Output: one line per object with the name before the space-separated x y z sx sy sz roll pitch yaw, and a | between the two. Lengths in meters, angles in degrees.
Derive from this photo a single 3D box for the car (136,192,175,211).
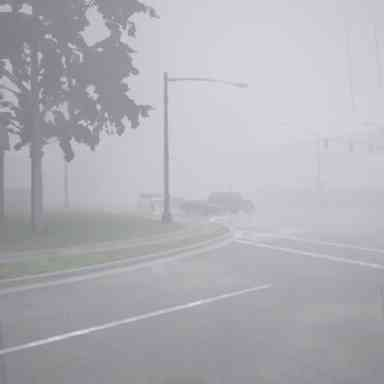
car | -4.705 1.072 39.658 2.150 2.045 5.566 -1 0 -34

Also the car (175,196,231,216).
car | 0.883 1.399 31.280 2.033 1.411 5.357 -1 0 -34

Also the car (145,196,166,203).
car | -6.737 1.363 61.751 1.895 1.301 4.718 -1 0 -34

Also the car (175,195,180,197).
car | -1.438 1.386 41.069 1.994 1.385 4.181 -1 0 -34

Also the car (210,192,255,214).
car | 3.762 1.045 33.262 2.150 2.045 5.566 -1 0 -34
